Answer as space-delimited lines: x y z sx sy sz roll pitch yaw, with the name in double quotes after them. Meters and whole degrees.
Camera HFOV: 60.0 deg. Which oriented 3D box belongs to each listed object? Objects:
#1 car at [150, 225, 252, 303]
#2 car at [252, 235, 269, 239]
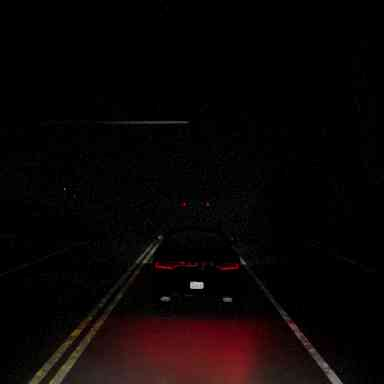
0.096 1.593 8.568 1.882 1.535 5.008 1 -1 0 "car"
5.889 5.107 33.130 5.008 1.535 1.882 -4 -14 17 "car"
